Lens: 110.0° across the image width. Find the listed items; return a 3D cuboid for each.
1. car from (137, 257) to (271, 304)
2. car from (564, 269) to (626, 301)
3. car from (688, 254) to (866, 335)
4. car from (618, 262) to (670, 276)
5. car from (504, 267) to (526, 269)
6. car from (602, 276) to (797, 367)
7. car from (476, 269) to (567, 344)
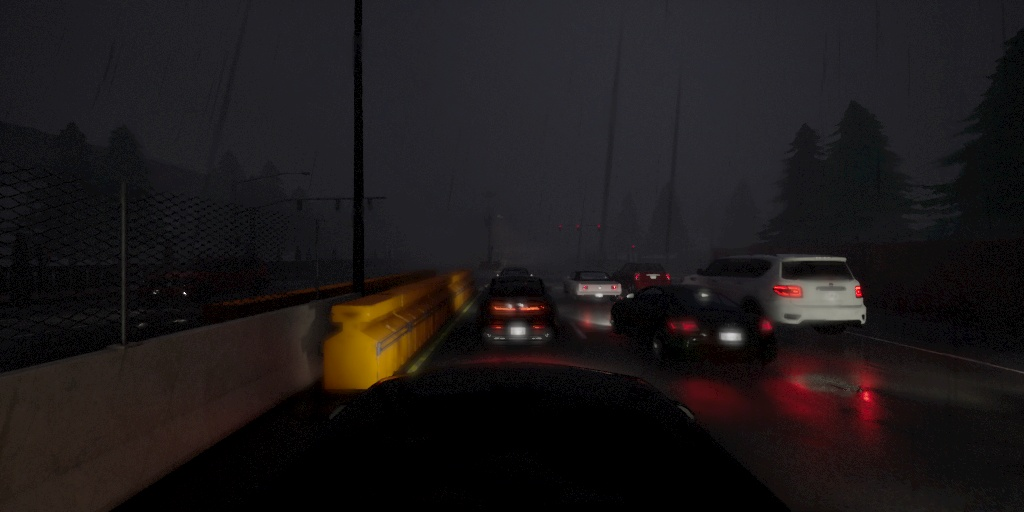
[{"bbox_3d":[-13.958,1.078,16.821,2.150,2.045,5.566,0,0,0],"label":"car"},{"bbox_3d":[3.643,1.351,17.152,1.895,1.301,4.718,0,0,0],"label":"car"},{"bbox_3d":[7.126,0.971,10.669,2.150,2.045,5.566,0,0,0],"label":"car"},{"bbox_3d":[7.152,1.102,20.255,2.097,1.767,4.553,0,0,0],"label":"car"},{"bbox_3d":[0.147,1.297,19.118,2.033,1.411,5.357,0,0,0],"label":"car"},{"bbox_3d":[3.626,1.314,7.970,1.994,1.385,4.181,0,0,-1],"label":"car"},{"bbox_3d":[0.122,1.255,9.601,1.837,1.490,4.892,0,0,0],"label":"car"}]
